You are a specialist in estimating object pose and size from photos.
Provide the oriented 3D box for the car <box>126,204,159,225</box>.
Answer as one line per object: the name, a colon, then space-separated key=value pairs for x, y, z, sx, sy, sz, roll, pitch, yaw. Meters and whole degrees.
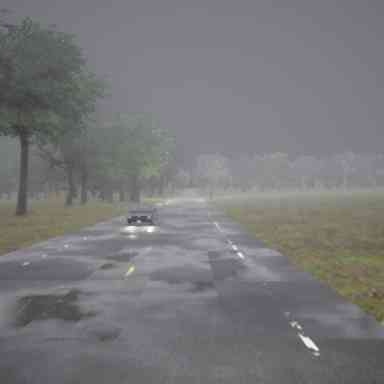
car: x=-3.508 y=1.588 z=24.696 sx=2.033 sy=1.411 sz=5.357 roll=0 pitch=0 yaw=0
